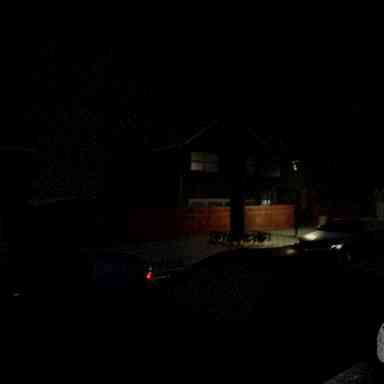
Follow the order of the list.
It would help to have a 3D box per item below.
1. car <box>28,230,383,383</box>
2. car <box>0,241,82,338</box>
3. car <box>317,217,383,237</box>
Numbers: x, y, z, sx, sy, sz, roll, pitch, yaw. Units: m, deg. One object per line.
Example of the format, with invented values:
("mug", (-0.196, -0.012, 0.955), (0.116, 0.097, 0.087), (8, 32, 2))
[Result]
("car", (0.840, 1.515, 4.282), (5.008, 1.535, 1.882), (1, 0, -35))
("car", (-3.201, 1.556, 5.390), (5.357, 1.411, 2.033), (1, -1, -35))
("car", (5.582, 1.624, 11.655), (4.674, 1.442, 1.812), (0, 0, -35))
